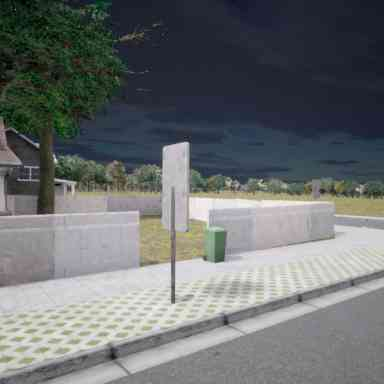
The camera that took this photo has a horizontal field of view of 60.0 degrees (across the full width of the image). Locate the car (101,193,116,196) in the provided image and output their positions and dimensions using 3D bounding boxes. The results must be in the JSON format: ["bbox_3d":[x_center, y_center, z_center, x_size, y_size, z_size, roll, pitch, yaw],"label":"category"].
[{"bbox_3d":[-15.109,0.828,60.288,1.994,1.385,4.181,1,0,-35],"label":"car"}]
